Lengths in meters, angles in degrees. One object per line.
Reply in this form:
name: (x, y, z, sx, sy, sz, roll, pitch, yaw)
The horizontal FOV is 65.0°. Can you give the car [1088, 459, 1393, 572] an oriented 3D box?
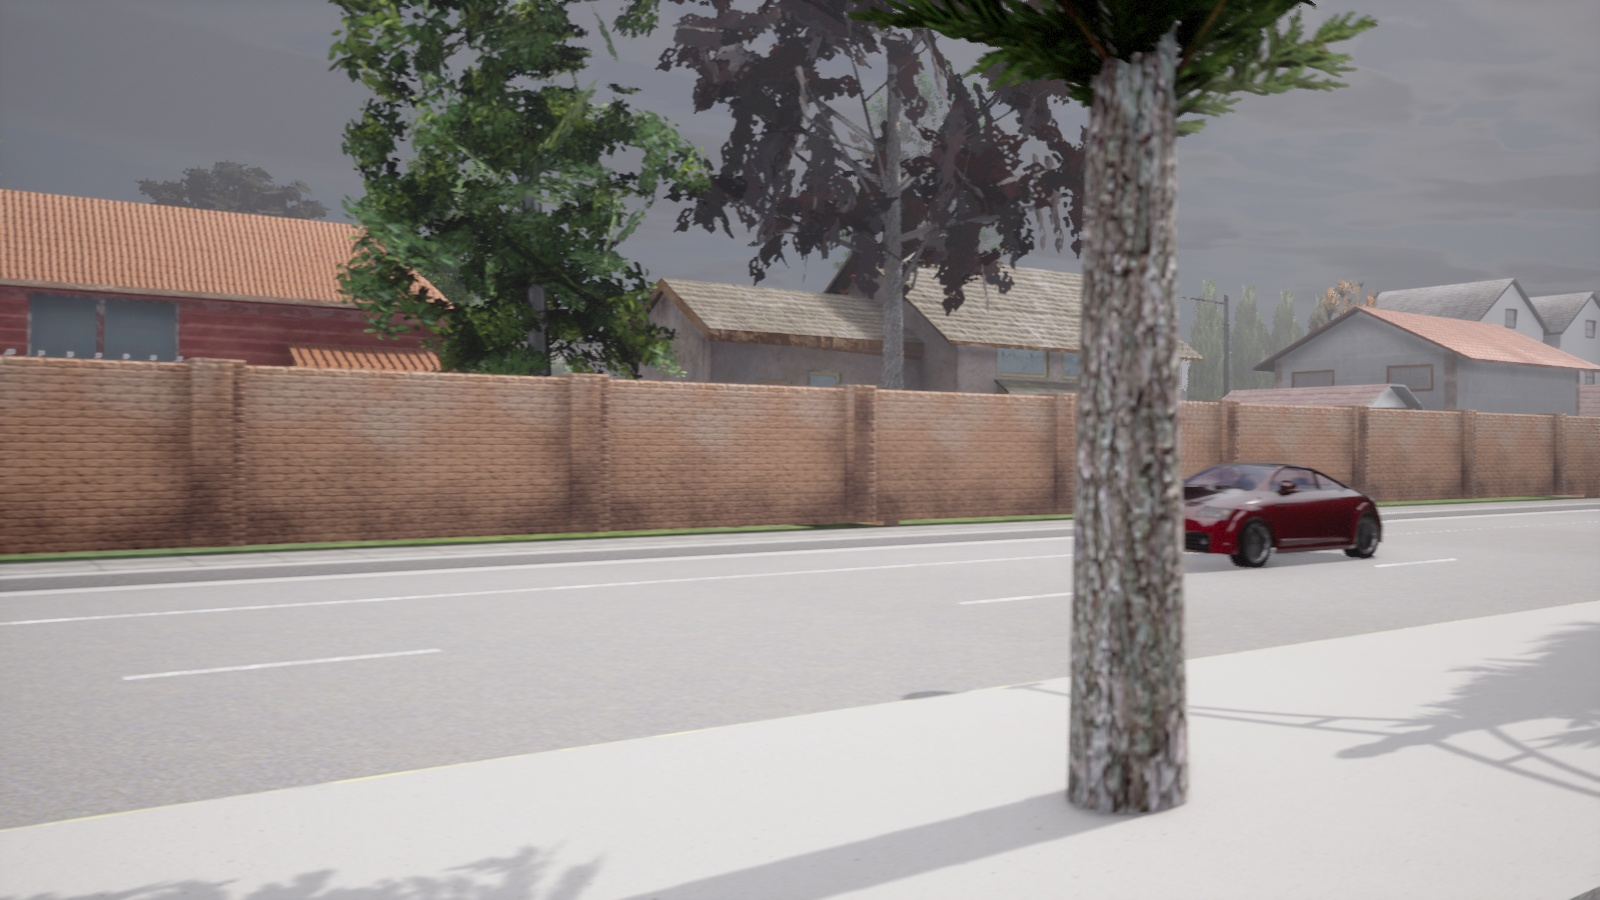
car: (6.276, 0.839, 17.771, 4.181, 1.385, 1.994, 0, 0, -35)
